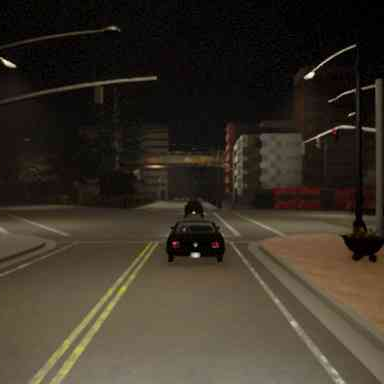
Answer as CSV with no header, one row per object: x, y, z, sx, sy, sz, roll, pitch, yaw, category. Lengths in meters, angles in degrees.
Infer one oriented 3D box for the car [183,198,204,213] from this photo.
0.188,1.706,33.565,1.837,1.490,4.892,0,0,0,car

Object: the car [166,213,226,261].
0.120,1.669,12.466,1.895,1.301,4.718,0,0,0,car

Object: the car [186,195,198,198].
0.194,1.765,76.247,2.033,1.411,5.357,0,0,0,car

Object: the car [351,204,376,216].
20.229,1.993,36.670,4.718,1.301,1.895,1,0,0,car
